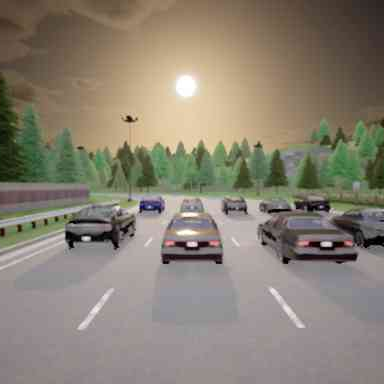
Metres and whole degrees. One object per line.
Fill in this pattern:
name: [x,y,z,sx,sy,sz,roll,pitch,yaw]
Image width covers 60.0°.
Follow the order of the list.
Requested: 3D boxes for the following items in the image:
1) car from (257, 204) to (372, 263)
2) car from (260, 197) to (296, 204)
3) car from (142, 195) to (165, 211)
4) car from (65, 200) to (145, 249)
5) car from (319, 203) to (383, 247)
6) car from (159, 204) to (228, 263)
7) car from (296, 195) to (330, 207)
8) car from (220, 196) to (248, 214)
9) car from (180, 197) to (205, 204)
car: [3.524,1.369,11.168,2.033,1.411,5.357,0,1,1]
car: [7.031,1.113,28.514,1.994,1.385,4.181,0,1,0]
car: [-3.471,1.010,29.526,1.882,1.535,5.008,0,1,0]
car: [-3.454,1.279,13.345,2.128,1.511,4.902,0,1,1]
car: [7.047,1.350,13.479,1.994,1.385,4.181,0,1,0]
car: [0.024,1.369,11.167,2.033,1.411,5.357,0,1,1]
car: [10.526,1.010,29.528,1.882,1.535,5.008,0,1,0]
car: [3.533,1.043,28.339,2.128,1.511,4.902,0,1,0]
car: [0.023,1.133,26.165,2.033,1.411,5.357,0,1,1]
